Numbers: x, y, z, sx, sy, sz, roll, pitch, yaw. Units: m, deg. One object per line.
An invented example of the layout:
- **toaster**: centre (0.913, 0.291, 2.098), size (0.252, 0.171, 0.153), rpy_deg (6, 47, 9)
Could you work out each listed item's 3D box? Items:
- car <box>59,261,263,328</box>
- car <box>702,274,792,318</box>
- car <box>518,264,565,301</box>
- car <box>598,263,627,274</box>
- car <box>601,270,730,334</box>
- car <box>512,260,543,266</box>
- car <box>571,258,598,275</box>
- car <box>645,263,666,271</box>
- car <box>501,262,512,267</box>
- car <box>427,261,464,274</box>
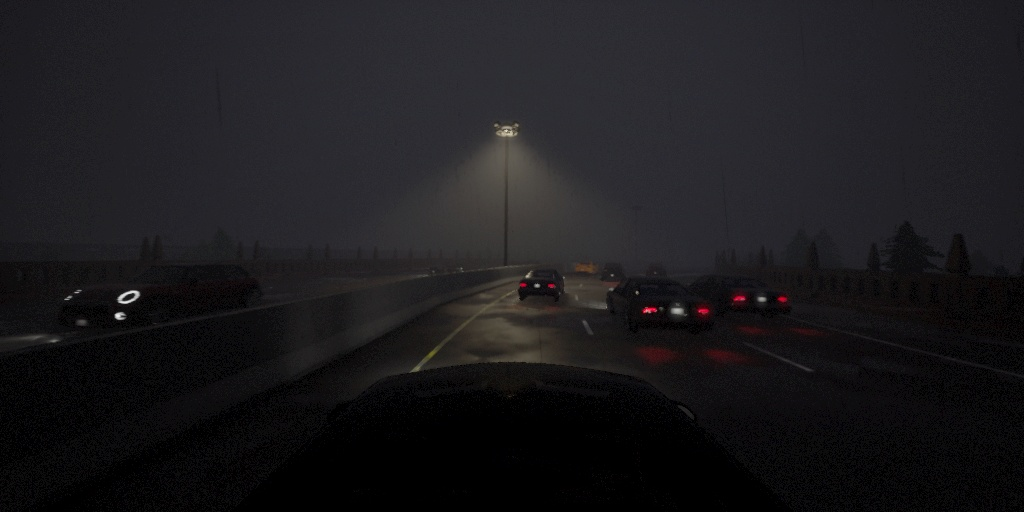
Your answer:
- **car**: centre (-10.003, 0.991, 10.754), size (2.097, 1.767, 4.553), rpy_deg (1, 0, 6)
- **car**: centre (7.968, 1.373, 13.420), size (2.033, 1.411, 5.357), rpy_deg (1, 0, 8)
- **car**: centre (1.518, 1.303, 17.528), size (2.033, 1.411, 5.357), rpy_deg (1, 0, 11)
- **car**: centre (9.044, 1.330, 31.865), size (1.837, 1.490, 4.892), rpy_deg (0, 0, 19)
- **car**: centre (4.131, 1.335, 10.858), size (2.033, 1.411, 5.357), rpy_deg (1, 0, 6)
- **car**: centre (2.218, 1.224, 43.348), size (1.882, 1.535, 5.008), rpy_deg (1, 0, 25)
- **car**: centre (8.356, 1.290, 39.590), size (1.882, 1.535, 5.008), rpy_deg (1, 0, 25)
- **car**: centre (14.246, 1.402, 35.544), size (1.812, 1.442, 4.674), rpy_deg (0, 0, 23)
- **car**: centre (0.190, 1.288, 47.165), size (1.994, 1.385, 4.181), rpy_deg (1, 0, 26)
- **car**: centre (-7.136, 1.200, 39.183), size (2.033, 1.411, 5.357), rpy_deg (1, 0, 20)
